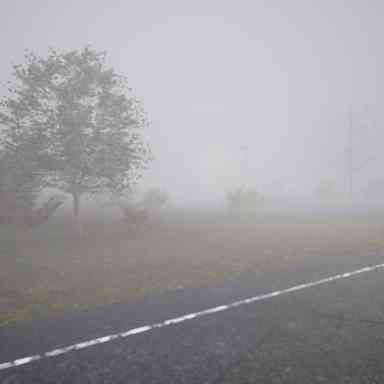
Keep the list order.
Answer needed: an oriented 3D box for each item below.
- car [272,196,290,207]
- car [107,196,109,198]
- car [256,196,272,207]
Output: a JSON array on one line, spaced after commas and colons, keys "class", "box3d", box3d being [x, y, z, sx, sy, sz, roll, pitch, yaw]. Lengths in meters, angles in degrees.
[{"class": "car", "box3d": [11.805, 1.329, 48.306, 1.837, 1.490, 4.892, 0, 0, -37]}, {"class": "car", "box3d": [-24.153, 0.753, 88.749, 2.150, 2.045, 5.566, 0, 0, -31]}, {"class": "car", "box3d": [7.339, 1.344, 42.612, 2.128, 1.511, 4.902, 0, 0, -37]}]
